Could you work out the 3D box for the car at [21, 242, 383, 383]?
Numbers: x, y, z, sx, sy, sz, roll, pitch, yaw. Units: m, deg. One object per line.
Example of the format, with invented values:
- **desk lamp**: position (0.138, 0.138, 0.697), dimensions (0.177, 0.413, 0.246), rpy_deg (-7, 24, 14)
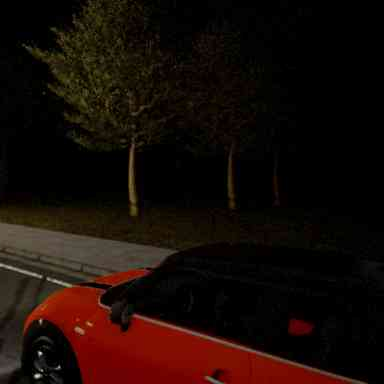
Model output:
- **car**: position (0.320, 1.312, 3.313), dimensions (4.553, 1.767, 2.097), rpy_deg (2, 1, 35)
